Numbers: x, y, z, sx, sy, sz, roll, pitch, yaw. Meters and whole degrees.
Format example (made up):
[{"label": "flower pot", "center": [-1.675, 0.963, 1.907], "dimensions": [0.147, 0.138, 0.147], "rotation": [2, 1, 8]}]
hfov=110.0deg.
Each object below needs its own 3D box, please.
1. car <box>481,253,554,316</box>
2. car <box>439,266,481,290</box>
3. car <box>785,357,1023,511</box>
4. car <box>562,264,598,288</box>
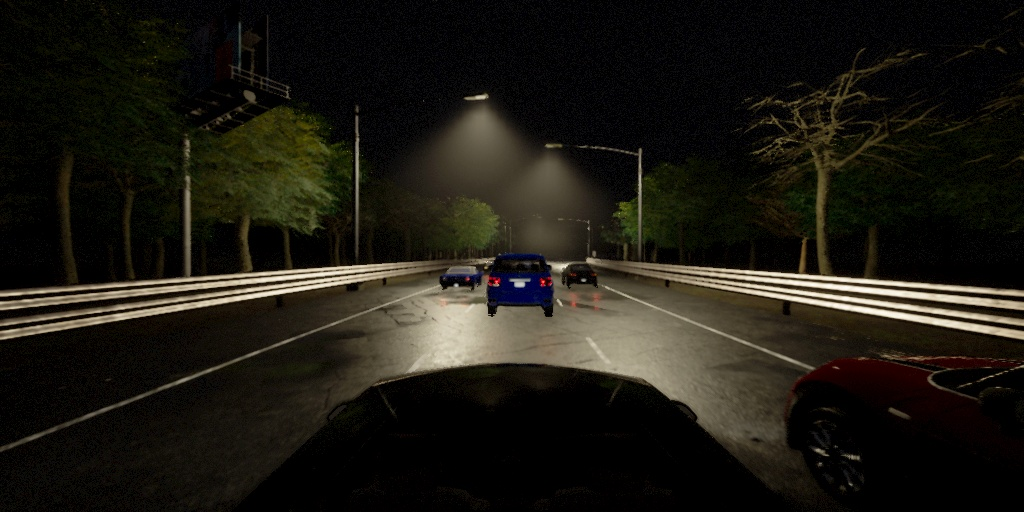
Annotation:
[{"label": "car", "center": [0.311, 0.926, 13.329], "dimensions": [2.150, 2.045, 5.566], "rotation": [0, 0, 2]}, {"label": "car", "center": [-2.875, 1.273, 21.433], "dimensions": [1.895, 1.301, 4.718], "rotation": [0, 0, 3]}, {"label": "car", "center": [3.636, 1.104, 1.498], "dimensions": [2.097, 1.767, 4.553], "rotation": [0, 0, 0]}, {"label": "car", "center": [4.208, 1.196, 22.702], "dimensions": [1.812, 1.442, 4.674], "rotation": [0, 0, 3]}]
